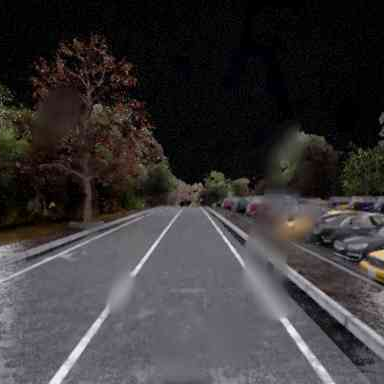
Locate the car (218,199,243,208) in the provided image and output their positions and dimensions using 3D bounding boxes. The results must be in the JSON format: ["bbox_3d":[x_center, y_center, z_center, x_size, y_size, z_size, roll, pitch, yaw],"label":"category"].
[{"bbox_3d":[7.223,2.121,63.196,4.553,1.767,2.185,0,-1,0],"label":"car"}]

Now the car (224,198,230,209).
[{"bbox_3d":[7.103,1.876,43.770,4.792,1.488,2.163,0,-1,0],"label":"car"}]

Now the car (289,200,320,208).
[{"bbox_3d":[20.256,2.179,60.174,4.892,1.521,2.231,0,-1,0],"label":"car"}]

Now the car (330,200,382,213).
[{"bbox_3d":[20.020,1.778,40.785,5.366,1.575,1.946,0,-1,0],"label":"car"}]

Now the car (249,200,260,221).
[{"bbox_3d":[7.070,1.598,24.358,5.008,1.535,2.097,0,0,0],"label":"car"}]

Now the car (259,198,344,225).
[{"bbox_3d":[7.035,1.460,21.582,4.553,1.767,2.185,0,0,0],"label":"car"}]

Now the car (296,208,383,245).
[{"bbox_3d":[7.036,1.551,13.253,4.892,1.521,2.231,0,0,0],"label":"car"}]

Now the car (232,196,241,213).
[{"bbox_3d":[7.128,1.383,32.687,5.566,2.045,2.435,0,0,0],"label":"car"}]

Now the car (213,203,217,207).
[{"bbox_3d":[7.155,1.936,60.428,5.566,2.045,2.435,0,-1,0],"label":"car"}]

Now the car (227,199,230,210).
[{"bbox_3d":[7.128,1.830,40.993,4.674,1.452,2.002,0,-1,0],"label":"car"}]

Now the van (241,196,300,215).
[{"bbox_3d":[6.975,1.397,29.911,4.442,1.987,1.878,0,0,0],"label":"van"}]

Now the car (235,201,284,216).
[{"bbox_3d":[7.138,1.705,35.436,4.792,1.488,2.163,0,-1,0],"label":"car"}]

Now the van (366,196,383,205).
[{"bbox_3d":[20.063,1.404,32.631,4.442,1.987,1.878,0,-1,0],"label":"van"}]

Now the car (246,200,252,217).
[{"bbox_3d":[7.086,1.650,27.134,4.674,1.452,2.002,0,0,0],"label":"car"}]

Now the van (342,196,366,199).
[{"bbox_3d":[20.079,1.499,38.022,4.442,1.987,1.878,0,-1,0],"label":"van"}]

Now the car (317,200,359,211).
[{"bbox_3d":[20.215,1.896,46.324,4.892,1.521,2.231,0,-1,0],"label":"car"}]

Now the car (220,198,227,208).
[{"bbox_3d":[7.155,1.960,49.320,5.008,1.535,2.097,0,-1,0],"label":"car"}]

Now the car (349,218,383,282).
[{"bbox_3d":[6.840,1.522,7.702,5.366,1.575,1.946,0,0,0],"label":"car"}]

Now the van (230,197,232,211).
[{"bbox_3d":[7.000,1.507,38.223,4.442,1.987,1.878,0,-1,0],"label":"van"}]

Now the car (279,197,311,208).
[{"bbox_3d":[20.307,2.047,65.714,5.566,2.045,2.435,0,-2,0],"label":"car"}]

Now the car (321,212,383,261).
[{"bbox_3d":[7.040,1.539,10.477,4.892,1.521,2.231,0,0,0],"label":"car"}]

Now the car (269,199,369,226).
[{"bbox_3d":[7.027,1.448,18.806,4.553,1.767,2.185,0,0,0],"label":"car"}]

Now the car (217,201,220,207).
[{"bbox_3d":[7.205,2.160,57.646,4.792,1.488,2.163,0,-1,0],"label":"car"}]

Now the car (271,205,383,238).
[{"bbox_3d":[6.865,1.559,16.030,5.366,1.575,1.946,0,0,0],"label":"car"}]

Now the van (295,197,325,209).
[{"bbox_3d":[20.371,1.895,57.408,4.442,1.987,1.878,0,-1,0],"label":"van"}]
